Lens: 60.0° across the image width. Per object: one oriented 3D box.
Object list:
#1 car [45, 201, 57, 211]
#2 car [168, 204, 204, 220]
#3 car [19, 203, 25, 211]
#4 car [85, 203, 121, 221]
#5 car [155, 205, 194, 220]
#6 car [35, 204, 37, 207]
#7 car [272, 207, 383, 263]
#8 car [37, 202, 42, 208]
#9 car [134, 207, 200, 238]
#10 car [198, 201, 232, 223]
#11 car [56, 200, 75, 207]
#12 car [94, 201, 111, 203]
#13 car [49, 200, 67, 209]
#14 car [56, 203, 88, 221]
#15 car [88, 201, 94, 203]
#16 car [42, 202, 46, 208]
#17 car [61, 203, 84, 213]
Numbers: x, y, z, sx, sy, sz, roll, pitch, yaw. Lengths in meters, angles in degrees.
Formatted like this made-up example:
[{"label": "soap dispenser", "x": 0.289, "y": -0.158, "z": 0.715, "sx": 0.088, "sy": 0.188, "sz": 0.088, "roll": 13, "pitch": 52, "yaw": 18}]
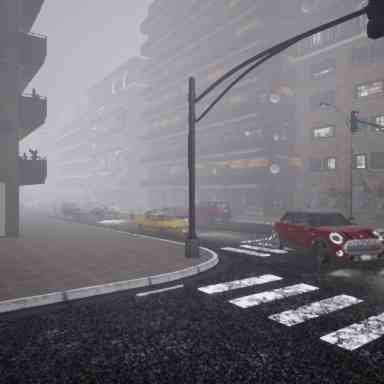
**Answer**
[{"label": "car", "x": -25.285, "y": 2.755, "z": 62.001, "sx": 1.895, "sy": 1.301, "sz": 4.718, "roll": 0, "pitch": -1, "yaw": -36}, {"label": "car", "x": -1.656, "y": 1.854, "z": 24.149, "sx": 2.128, "sy": 1.511, "sz": 4.902, "roll": 0, "pitch": -1, "yaw": -36}, {"label": "car", "x": -31.946, "y": 2.770, "z": 61.287, "sx": 1.887, "sy": 1.381, "sz": 4.507, "roll": -1, "pitch": 0, "yaw": -36}, {"label": "car", "x": -9.064, "y": 2.155, "z": 34.328, "sx": 1.994, "sy": 1.385, "sz": 4.181, "roll": 0, "pitch": -1, "yaw": -36}, {"label": "car", "x": -1.885, "y": 2.045, "z": 34.214, "sx": 1.887, "sy": 1.381, "sz": 4.507, "roll": -1, "pitch": 0, "yaw": -36}, {"label": "car", "x": -38.573, "y": 3.168, "z": 84.563, "sx": 1.947, "sy": 1.339, "sz": 4.313, "roll": -1, "pitch": 0, "yaw": -36}, {"label": "car", "x": 4.864, "y": 1.470, "z": 12.465, "sx": 2.097, "sy": 1.767, "sz": 4.553, "roll": -1, "pitch": -1, "yaw": -14}, {"label": "car", "x": -35.243, "y": 3.050, "z": 79.983, "sx": 1.887, "sy": 1.381, "sz": 4.507, "roll": -1, "pitch": 0, "yaw": -36}, {"label": "car", "x": -1.823, "y": 1.833, "z": 19.956, "sx": 1.752, "sy": 1.417, "sz": 4.829, "roll": -1, "pitch": 0, "yaw": -36}, {"label": "car", "x": 1.444, "y": 1.713, "z": 29.638, "sx": 2.192, "sy": 1.841, "sz": 5.009, "roll": -1, "pitch": 0, "yaw": -36}, {"label": "car", "x": -15.752, "y": 2.146, "z": 43.546, "sx": 2.097, "sy": 1.767, "sz": 4.553, "roll": 0, "pitch": -1, "yaw": -36}, {"label": "car", "x": -12.437, "y": 2.290, "z": 49.550, "sx": 1.801, "sy": 1.575, "sz": 5.366, "roll": 0, "pitch": -1, "yaw": -36}, {"label": "car", "x": -28.577, "y": 2.623, "z": 70.829, "sx": 2.192, "sy": 1.841, "sz": 5.009, "roll": -1, "pitch": 0, "yaw": -36}, {"label": "car", "x": -11.930, "y": 2.163, "z": 33.825, "sx": 1.887, "sy": 1.381, "sz": 4.507, "roll": -1, "pitch": 0, "yaw": -36}, {"label": "car", "x": -16.462, "y": 2.307, "z": 55.009, "sx": 2.097, "sy": 1.767, "sz": 4.553, "roll": 0, "pitch": -1, "yaw": -36}, {"label": "car", "x": -31.906, "y": 2.973, "z": 75.405, "sx": 1.947, "sy": 1.339, "sz": 4.313, "roll": -1, "pitch": 0, "yaw": -36}, {"label": "car", "x": -19.509, "y": 2.526, "z": 54.077, "sx": 2.033, "sy": 1.411, "sz": 5.357, "roll": 0, "pitch": -1, "yaw": -36}]
